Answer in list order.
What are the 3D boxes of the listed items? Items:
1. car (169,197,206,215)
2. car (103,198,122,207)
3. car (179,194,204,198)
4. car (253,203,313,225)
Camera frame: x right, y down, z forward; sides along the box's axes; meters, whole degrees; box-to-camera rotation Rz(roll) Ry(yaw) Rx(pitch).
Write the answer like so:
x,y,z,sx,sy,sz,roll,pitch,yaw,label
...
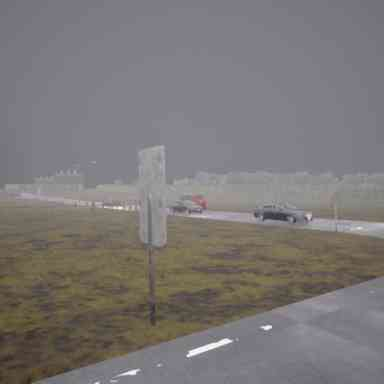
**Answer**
x,y,z,sx,sy,sz,roll,pitch,yaw,label
-0.680,1.645,36.287,1.837,1.490,4.892,-2,2,-35,car
-12.883,1.699,53.574,1.994,1.385,4.181,-2,1,-35,car
-0.520,1.287,41.128,2.150,2.045,5.566,-2,1,-35,car
6.914,1.614,25.624,2.128,1.511,4.902,-2,1,-35,car
